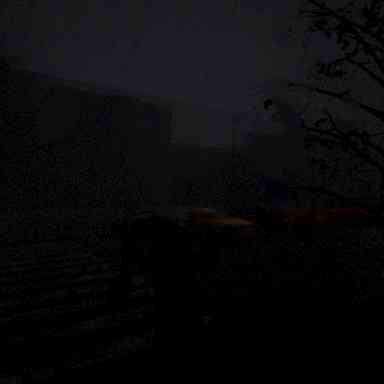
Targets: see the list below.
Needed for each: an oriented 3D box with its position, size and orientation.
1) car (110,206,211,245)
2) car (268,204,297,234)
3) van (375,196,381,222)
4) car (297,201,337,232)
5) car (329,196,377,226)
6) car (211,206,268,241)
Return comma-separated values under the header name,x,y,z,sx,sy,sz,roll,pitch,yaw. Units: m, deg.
name,x,y,z,sx,sy,sz,roll,pitch,yaw
car,-1.742,1.537,15.379,4.674,1.452,2.002,-1,-1,35
car,3.090,1.541,18.857,4.792,1.488,2.163,-1,-1,35
van,12.940,1.307,25.710,4.442,1.987,1.878,-1,-1,35
car,5.700,1.514,20.470,5.366,1.575,1.946,-1,-1,35
car,10.429,1.406,24.018,4.553,1.767,2.185,-1,-1,34
car,0.840,1.497,17.010,5.366,1.575,1.946,-1,-1,35
